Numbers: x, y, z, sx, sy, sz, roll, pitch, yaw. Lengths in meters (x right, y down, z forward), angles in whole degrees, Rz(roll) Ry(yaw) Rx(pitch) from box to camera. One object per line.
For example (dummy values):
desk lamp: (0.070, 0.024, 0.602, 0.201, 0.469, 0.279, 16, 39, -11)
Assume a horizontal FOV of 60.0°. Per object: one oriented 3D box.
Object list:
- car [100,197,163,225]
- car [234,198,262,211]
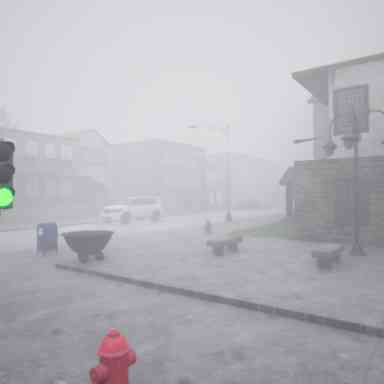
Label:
car: (-4.652, 1.396, 26.434, 2.150, 2.045, 5.566, -1, 0, 35)
car: (7.296, 1.525, 43.144, 2.097, 1.767, 4.553, -1, 0, 36)
